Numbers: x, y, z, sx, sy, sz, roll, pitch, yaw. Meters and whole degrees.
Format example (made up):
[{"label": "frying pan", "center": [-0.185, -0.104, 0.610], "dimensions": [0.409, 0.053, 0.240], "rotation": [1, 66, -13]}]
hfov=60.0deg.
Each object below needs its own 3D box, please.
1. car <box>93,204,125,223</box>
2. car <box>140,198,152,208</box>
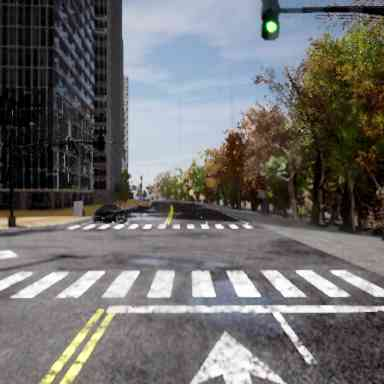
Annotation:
[{"label": "car", "center": [-6.968, 1.777, 28.296], "dimensions": [1.882, 1.535, 5.008], "rotation": [0, 0, -2]}, {"label": "car", "center": [-8.648, 1.987, 62.479], "dimensions": [2.097, 1.767, 4.553], "rotation": [0, -1, -4]}]
